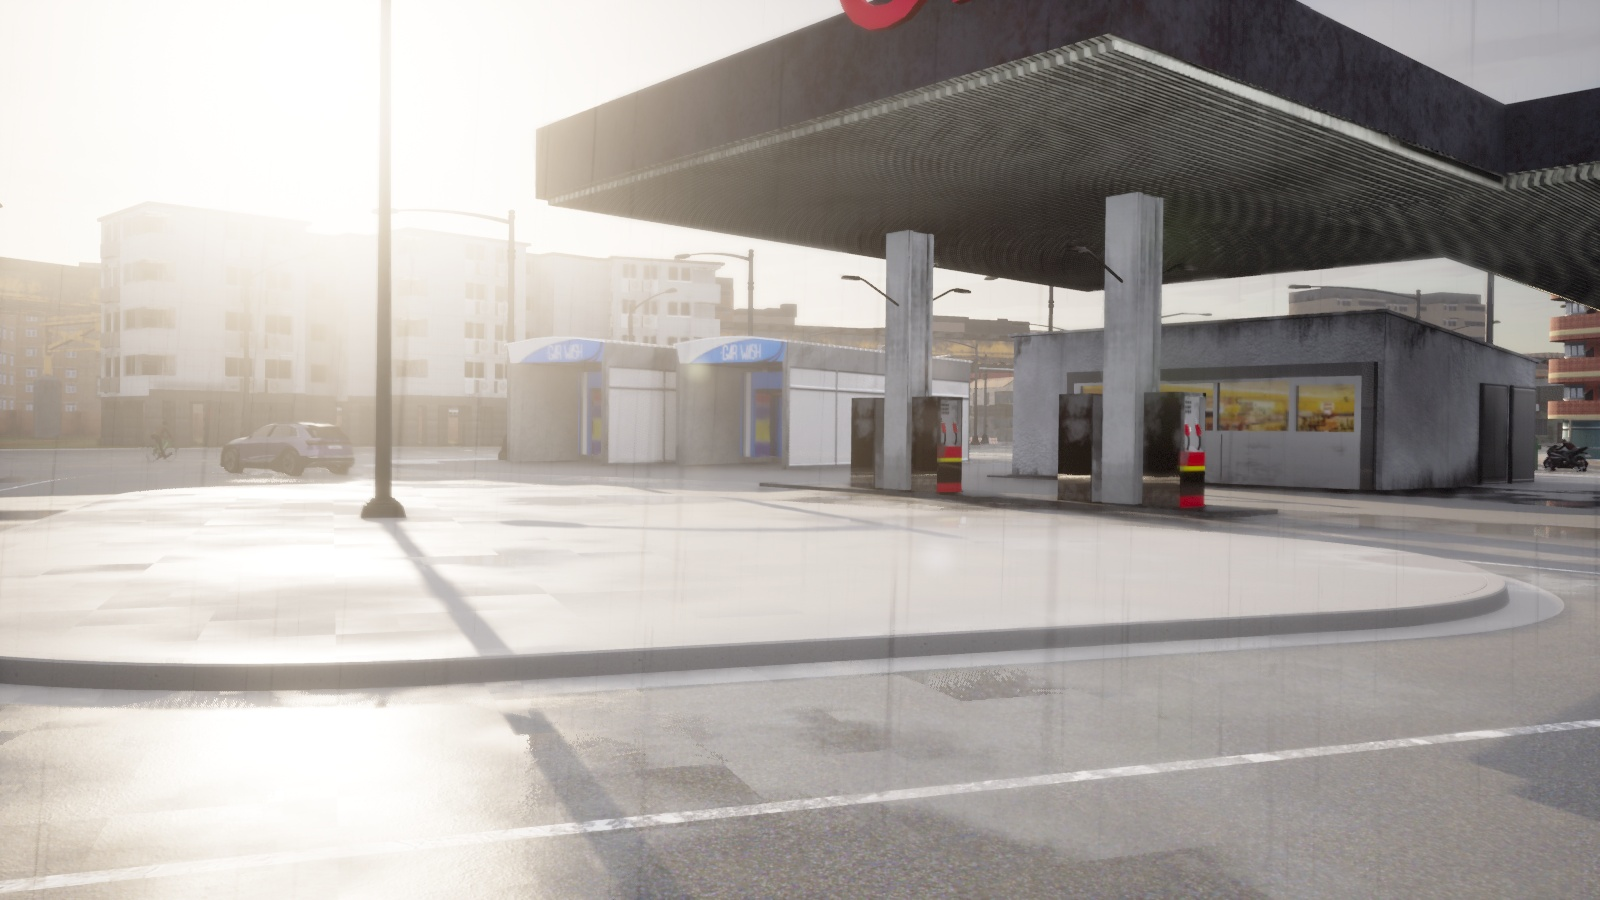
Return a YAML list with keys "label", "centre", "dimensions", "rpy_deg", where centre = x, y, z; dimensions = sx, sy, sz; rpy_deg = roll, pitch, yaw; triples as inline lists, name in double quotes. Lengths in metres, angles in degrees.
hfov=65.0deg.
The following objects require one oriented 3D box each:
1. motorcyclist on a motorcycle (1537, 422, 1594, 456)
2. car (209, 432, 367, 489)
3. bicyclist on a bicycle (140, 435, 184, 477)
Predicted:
- label: "motorcyclist on a motorcycle"
  centre: [35.402, -0.495, 58.112]
  dimensions: [0.866, 1.530, 2.191]
  rpy_deg: [-1, 1, -22]
- label: "car"
  centre: [-15.787, 0.271, 38.665]
  dimensions: [4.856, 1.649, 2.033]
  rpy_deg: [0, 1, 32]
- label: "bicyclist on a bicycle"
  centre: [-24.887, 0.222, 49.022]
  dimensions: [0.582, 1.620, 1.656]
  rpy_deg: [0, 1, 13]
